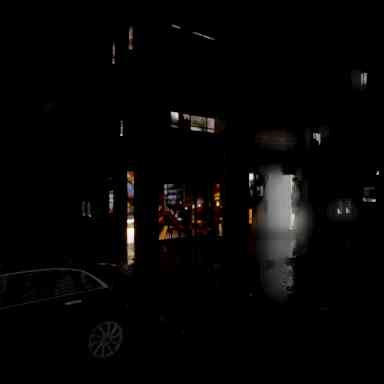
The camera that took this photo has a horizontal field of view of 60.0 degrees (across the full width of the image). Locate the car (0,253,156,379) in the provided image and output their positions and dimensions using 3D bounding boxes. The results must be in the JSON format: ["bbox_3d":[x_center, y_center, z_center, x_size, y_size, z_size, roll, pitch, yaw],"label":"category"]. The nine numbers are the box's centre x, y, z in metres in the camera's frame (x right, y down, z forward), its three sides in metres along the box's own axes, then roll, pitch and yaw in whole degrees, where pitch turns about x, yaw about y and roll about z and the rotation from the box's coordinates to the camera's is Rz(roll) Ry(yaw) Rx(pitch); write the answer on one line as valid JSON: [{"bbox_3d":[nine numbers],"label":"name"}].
[{"bbox_3d":[-2.593,1.551,4.249,4.403,1.369,2.008,0,0,-35],"label":"car"}]

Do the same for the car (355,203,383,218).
[{"bbox_3d":[16.261,1.754,32.439,1.994,1.385,4.181,0,-1,-35],"label":"car"}]

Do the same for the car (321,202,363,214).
[{"bbox_3d":[17.800,1.843,39.700,1.802,1.307,4.206,-1,0,-35],"label":"car"}]
